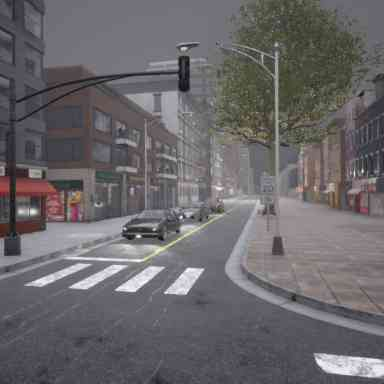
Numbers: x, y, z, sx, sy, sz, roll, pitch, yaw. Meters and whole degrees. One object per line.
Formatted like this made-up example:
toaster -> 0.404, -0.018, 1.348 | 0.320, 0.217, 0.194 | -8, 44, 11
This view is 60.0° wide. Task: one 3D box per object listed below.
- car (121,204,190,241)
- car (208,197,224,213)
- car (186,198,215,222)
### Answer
car -> -1.809, 1.556, 17.209 | 2.033, 1.411, 5.357 | 0, 0, 12
car -> 2.307, 1.347, 36.497 | 2.097, 1.767, 4.553 | 0, 0, 12
car -> 0.225, 1.492, 26.753 | 2.128, 1.511, 4.902 | 0, 0, 12
